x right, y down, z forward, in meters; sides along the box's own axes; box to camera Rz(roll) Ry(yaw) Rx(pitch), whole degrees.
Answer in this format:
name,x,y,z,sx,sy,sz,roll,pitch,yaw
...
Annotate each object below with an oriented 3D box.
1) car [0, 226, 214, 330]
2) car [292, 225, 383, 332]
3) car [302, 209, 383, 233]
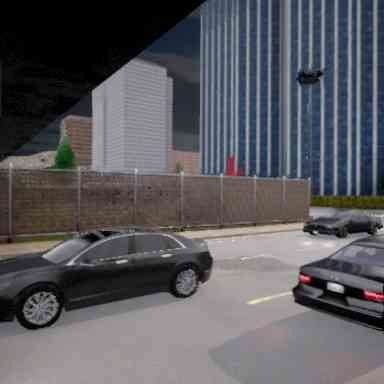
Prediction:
name,x,y,z,sx,sy,sz,roll,pitch,yaw
car,-1.772,1.522,7.011,4.892,1.490,1.837,1,0,-35
car,4.360,1.602,6.795,5.357,1.411,2.033,1,0,-35
car,8.443,1.676,18.346,5.357,1.411,2.033,1,0,-35
